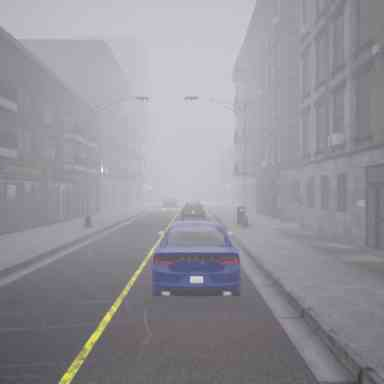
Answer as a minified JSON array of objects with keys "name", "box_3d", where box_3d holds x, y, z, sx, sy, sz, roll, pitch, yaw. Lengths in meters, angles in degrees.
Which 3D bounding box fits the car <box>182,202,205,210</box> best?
[{"name":"car","box_3d":[0.092,1.540,27.592,1.994,1.385,4.181,0,0,0]}]

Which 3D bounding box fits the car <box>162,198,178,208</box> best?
[{"name":"car","box_3d":[-3.033,1.521,46.245,1.994,1.385,4.181,0,0,1]}]

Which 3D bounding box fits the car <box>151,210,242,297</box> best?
[{"name":"car","box_3d":[0.096,1.471,8.637,1.882,1.535,5.008,0,0,0]}]
